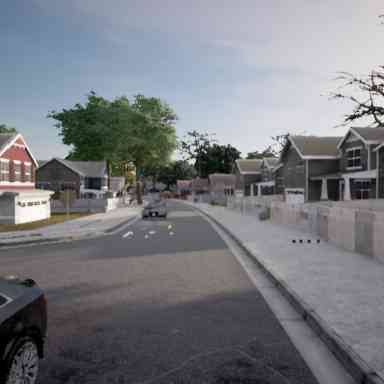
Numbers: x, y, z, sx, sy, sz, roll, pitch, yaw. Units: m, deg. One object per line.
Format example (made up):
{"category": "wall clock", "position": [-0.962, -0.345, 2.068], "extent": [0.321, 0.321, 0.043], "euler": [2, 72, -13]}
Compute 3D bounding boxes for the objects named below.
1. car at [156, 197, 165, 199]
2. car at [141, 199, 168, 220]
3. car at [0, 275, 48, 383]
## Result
{"category": "car", "position": [-4.990, 1.546, 53.233], "extent": [2.128, 1.511, 4.902], "euler": [0, 0, -6]}
{"category": "car", "position": [-3.063, 1.574, 27.842], "extent": [1.994, 1.385, 4.181], "euler": [0, 0, -3]}
{"category": "car", "position": [-2.678, 1.490, 2.085], "extent": [2.128, 1.511, 4.902], "euler": [0, 0, 1]}
